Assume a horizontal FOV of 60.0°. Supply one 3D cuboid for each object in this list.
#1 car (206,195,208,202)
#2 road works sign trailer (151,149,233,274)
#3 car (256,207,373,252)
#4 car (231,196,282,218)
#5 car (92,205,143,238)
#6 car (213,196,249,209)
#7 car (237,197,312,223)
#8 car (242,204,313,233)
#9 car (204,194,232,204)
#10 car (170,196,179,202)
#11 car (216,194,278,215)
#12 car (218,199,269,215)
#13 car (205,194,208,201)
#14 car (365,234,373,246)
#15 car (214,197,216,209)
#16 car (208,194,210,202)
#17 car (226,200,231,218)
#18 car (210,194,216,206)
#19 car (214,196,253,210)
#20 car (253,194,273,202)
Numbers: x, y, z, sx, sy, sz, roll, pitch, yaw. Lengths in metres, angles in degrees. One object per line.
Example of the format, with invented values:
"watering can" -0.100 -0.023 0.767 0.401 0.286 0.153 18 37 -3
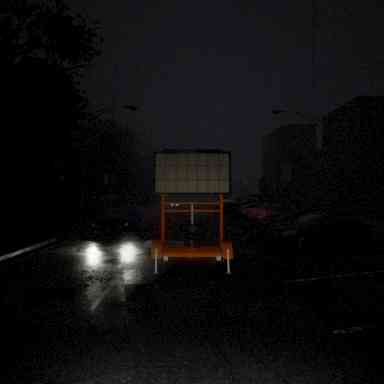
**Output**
"car" 5.497 1.583 55.839 5.008 1.535 2.097 1 -1 -20
"road works sign trailer" 0.009 0.465 10.529 2.380 3.560 2.880 0 0 0
"car" 5.325 1.528 13.800 4.674 1.452 2.002 1 0 -20
"car" 5.388 1.369 22.813 4.553 1.767 2.185 1 0 -20
"car" -3.843 1.481 17.748 1.882 1.535 5.008 0 0 0
"car" 5.439 1.424 46.820 4.553 1.767 2.185 1 0 -20
"car" 5.375 1.366 19.812 4.553 1.767 2.185 1 0 -20
"car" 5.304 1.518 16.792 4.792 1.488 2.163 1 0 -20
"car" 5.549 1.391 70.877 5.566 2.045 2.435 1 0 -20
"car" -3.827 1.661 73.921 2.128 1.511 4.902 0 0 1
"car" 5.373 1.252 28.788 5.566 2.045 2.435 1 0 -20
"car" 5.384 1.545 34.803 4.792 1.488 2.163 1 0 -20
"car" 5.347 1.613 64.784 5.366 1.575 1.946 1 0 -20
"car" 5.314 1.487 4.800 4.892 1.521 2.231 1 0 -20
"car" 5.223 1.503 31.746 5.366 1.575 1.946 1 0 -20
"car" 5.528 1.447 52.837 4.553 1.767 2.185 1 0 -20
"car" 5.365 1.538 25.810 4.674 1.452 2.002 1 0 -20
"car" 5.405 1.271 37.805 5.566 2.045 2.435 1 0 -20
"car" 5.425 1.414 43.819 4.553 1.767 2.185 1 0 -20
"car" 18.548 1.463 86.843 2.435 2.045 5.566 0 0 -21
